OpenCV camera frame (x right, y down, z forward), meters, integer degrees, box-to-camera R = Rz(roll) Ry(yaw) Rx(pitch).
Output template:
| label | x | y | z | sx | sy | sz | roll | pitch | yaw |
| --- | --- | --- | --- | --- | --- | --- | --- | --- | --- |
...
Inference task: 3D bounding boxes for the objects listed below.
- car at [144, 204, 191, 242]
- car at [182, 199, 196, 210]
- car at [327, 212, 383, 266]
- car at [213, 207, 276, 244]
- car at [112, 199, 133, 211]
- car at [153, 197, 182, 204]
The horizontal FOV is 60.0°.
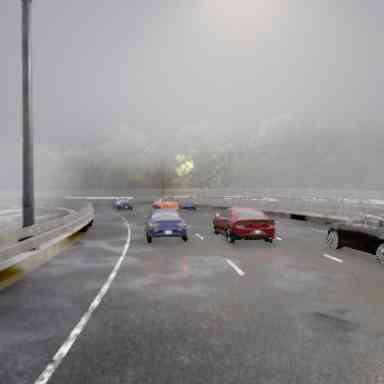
| label | x | y | z | sx | sy | sz | roll | pitch | yaw |
| --- | --- | --- | --- | --- | --- | --- | --- | --- | --- |
| car | -1.352 | 1.534 | 16.390 | 1.812 | 1.442 | 4.674 | 0 | 0 | -9 |
| car | -1.068 | 1.562 | 41.380 | 1.994 | 1.385 | 4.181 | 0 | 0 | -22 |
| car | 6.349 | 1.429 | 11.146 | 2.128 | 1.511 | 4.902 | -1 | 0 | -6 |
| car | 2.286 | 1.451 | 15.814 | 1.882 | 1.535 | 5.008 | 0 | 0 | -8 |
| car | -8.728 | 1.597 | 41.713 | 1.812 | 1.442 | 4.674 | 0 | 0 | -23 |
| car | -3.035 | 1.370 | 36.715 | 2.097 | 1.767 | 4.553 | -1 | 0 | -19 |
